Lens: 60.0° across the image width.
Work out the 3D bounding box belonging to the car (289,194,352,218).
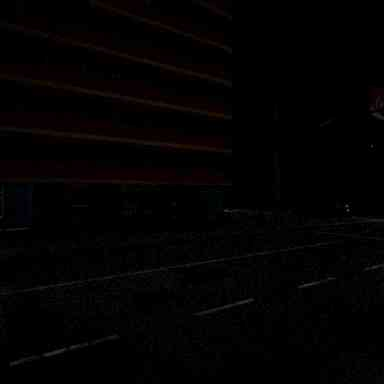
[{"bbox_3d":[11.670,1.221,30.611,2.150,2.045,5.566,0,0,-37],"label":"car"}]

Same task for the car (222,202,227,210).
[{"bbox_3d":[2.453,1.492,43.215,2.128,1.511,4.902,0,0,-36],"label":"car"}]
